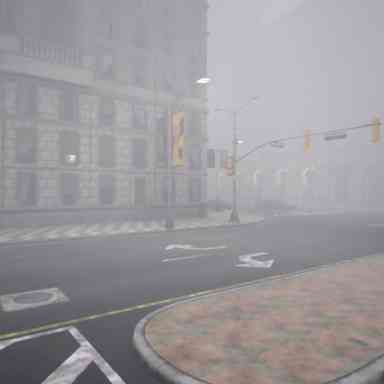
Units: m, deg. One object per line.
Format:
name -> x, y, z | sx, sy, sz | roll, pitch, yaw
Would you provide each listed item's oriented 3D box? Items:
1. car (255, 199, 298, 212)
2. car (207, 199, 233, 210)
car -> 9.918, 1.547, 39.689 | 2.033, 1.411, 5.357 | 0, 0, -36
car -> 3.295, 1.564, 42.934 | 1.994, 1.385, 4.181 | 0, 0, -36
